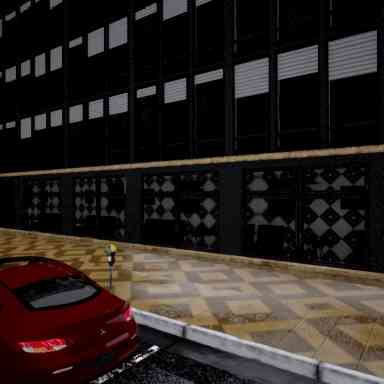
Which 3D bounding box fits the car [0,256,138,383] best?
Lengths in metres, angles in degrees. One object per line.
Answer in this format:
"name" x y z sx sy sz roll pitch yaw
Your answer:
"car" -2.593 1.582 4.675 4.206 1.307 1.802 0 0 35
